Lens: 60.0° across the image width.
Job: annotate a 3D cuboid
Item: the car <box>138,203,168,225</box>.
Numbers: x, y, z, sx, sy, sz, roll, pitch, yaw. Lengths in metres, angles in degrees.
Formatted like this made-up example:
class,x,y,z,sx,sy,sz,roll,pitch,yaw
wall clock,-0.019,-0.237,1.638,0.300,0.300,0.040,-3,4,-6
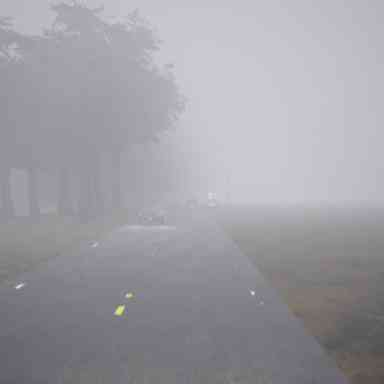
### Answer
class,x,y,z,sx,sy,sz,roll,pitch,yaw
car,-2.839,1.552,24.794,1.812,1.442,4.674,0,0,0

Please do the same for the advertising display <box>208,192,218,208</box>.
class,x,y,z,sx,sy,sz,roll,pitch,yaw
advertising display,3.158,1.165,50.414,1.540,2.440,0.280,1,0,0

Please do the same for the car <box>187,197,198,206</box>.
class,x,y,z,sx,sy,sz,roll,pitch,yaw
car,0.023,1.589,58.744,2.033,1.411,5.357,0,0,0

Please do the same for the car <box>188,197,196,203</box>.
class,x,y,z,sx,sy,sz,roll,pitch,yaw
car,0.030,1.787,78.908,1.994,1.385,4.181,0,0,0

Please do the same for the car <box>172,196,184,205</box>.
class,x,y,z,sx,sy,sz,roll,pitch,yaw
car,-2.743,1.616,65.306,2.097,1.767,4.553,0,0,0
